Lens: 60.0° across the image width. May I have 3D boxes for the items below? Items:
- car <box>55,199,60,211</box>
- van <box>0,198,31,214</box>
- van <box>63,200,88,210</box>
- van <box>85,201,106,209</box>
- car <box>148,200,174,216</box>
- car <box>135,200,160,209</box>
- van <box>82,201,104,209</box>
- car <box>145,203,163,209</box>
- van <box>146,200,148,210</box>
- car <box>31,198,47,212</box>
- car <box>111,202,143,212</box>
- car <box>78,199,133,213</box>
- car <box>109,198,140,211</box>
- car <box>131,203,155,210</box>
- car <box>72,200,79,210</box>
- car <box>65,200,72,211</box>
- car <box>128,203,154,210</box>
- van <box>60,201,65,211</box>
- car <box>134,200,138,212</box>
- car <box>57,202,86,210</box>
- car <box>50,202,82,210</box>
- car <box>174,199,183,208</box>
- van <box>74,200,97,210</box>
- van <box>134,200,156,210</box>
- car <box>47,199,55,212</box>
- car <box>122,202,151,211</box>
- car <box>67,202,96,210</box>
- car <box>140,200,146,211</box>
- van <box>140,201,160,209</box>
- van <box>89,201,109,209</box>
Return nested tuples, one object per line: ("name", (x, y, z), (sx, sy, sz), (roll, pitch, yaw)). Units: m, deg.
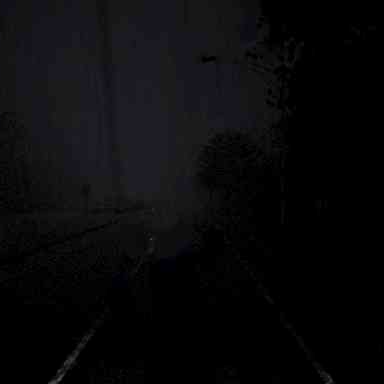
("car", (-23.398, 2.243, 50.731), (4.892, 1.521, 2.231), (0, -2, 0))
("van", (-23.527, 1.730, 42.316), (4.442, 1.987, 1.878), (0, -2, 0))
("van", (-23.510, 2.628, 67.350), (4.442, 1.987, 1.878), (0, -2, 0))
("van", (-23.501, 3.199, 81.173), (4.442, 1.987, 1.878), (0, -3, 0))
("car", (-3.341, 1.842, 36.232), (1.837, 1.490, 4.892), (0, -1, 0))
("car", (-10.335, 3.019, 78.249), (5.566, 2.045, 2.435), (0, -3, 0))
("van", (-23.270, 3.046, 78.273), (4.442, 1.987, 1.878), (0, -3, 0))
("car", (-10.268, 3.732, 89.332), (4.553, 1.767, 2.185), (0, -3, 0))
("van", (-10.436, 2.314, 58.844), (4.442, 1.987, 1.878), (0, -2, 0))
("car", (-23.435, 1.794, 45.207), (5.566, 2.045, 2.435), (0, -2, 0))
("car", (-10.352, 2.365, 53.287), (4.792, 1.488, 2.163), (0, -2, 0))
("car", (-10.146, 1.871, 39.430), (5.366, 1.575, 1.946), (0, -2, 0))
("car", (-10.358, 2.008, 47.748), (4.553, 1.767, 2.185), (0, -2, 0))
("car", (-10.314, 2.989, 69.932), (4.674, 1.452, 2.002), (0, -2, 0))
("car", (-23.394, 2.543, 58.912), (5.008, 1.535, 2.097), (0, -2, 0))
("car", (-23.369, 2.320, 56.272), (4.553, 1.767, 2.185), (0, -2, 0))
("car", (-10.284, 2.876, 67.156), (4.792, 1.488, 2.163), (0, -2, 0))
("van", (-23.519, 2.118, 53.508), (4.442, 1.987, 1.878), (0, -2, 0))
("car", (-10.334, 2.039, 44.968), (5.008, 1.535, 2.097), (0, -2, 0))
("car", (-23.389, 2.753, 64.574), (4.892, 1.521, 2.231), (0, -2, 0))
("car", (-23.392, 2.649, 61.805), (5.008, 1.535, 2.097), (0, -2, 0))
("car", (-3.245, 2.684, 76.694), (2.150, 2.045, 5.566), (0, -2, 0))
("van", (-23.273, 2.832, 72.886), (4.442, 1.987, 1.878), (0, -2, 0))
("van", (-10.193, 2.826, 72.716), (4.442, 1.987, 1.878), (0, -2, 0))
("car", (-23.221, 2.138, 47.966), (5.366, 1.575, 1.946), (0, -2, 0))
("car", (-10.323, 2.642, 61.610), (5.008, 1.535, 2.097), (0, -2, 0))
("car", (-23.207, 2.953, 70.112), (5.366, 1.575, 1.946), (0, -2, 0))
("car", (-10.296, 1.982, 50.522), (5.566, 2.045, 2.435), (0, -2, 0))
("van", (-10.188, 3.191, 81.020), (4.442, 1.987, 1.878), (0, -3, 0))
("van", (-23.499, 3.339, 83.814), (4.442, 1.987, 1.878), (0, -3, 0))
